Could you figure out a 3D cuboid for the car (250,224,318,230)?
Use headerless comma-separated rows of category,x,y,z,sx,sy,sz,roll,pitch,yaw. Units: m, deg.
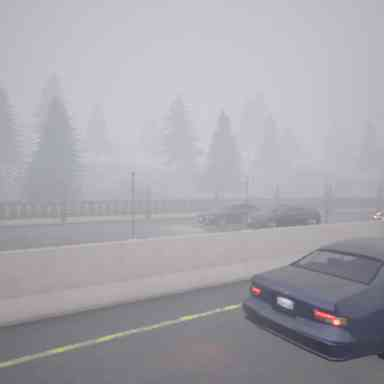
car,5.046,1.428,18.792,4.902,1.511,2.128,0,0,-26

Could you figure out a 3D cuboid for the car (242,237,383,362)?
car,3.387,1.526,5.754,5.357,1.411,2.033,0,0,-31
